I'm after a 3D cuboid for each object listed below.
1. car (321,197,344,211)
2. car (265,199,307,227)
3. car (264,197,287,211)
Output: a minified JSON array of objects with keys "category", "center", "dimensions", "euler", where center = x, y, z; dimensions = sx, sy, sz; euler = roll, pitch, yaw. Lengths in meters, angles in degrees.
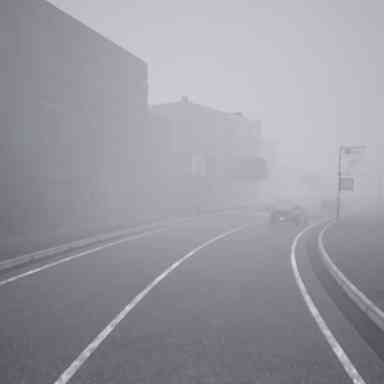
[{"category":"car","center":[16.193,1.353,38.238],"dimensions":[1.882,1.535,5.008],"euler":[3,2,33]},{"category":"car","center":[6.713,1.502,22.906],"dimensions":[1.812,1.442,4.674],"euler":[3,1,28]},{"category":"car","center":[8.899,1.292,33.832],"dimensions":[1.812,1.442,4.674],"euler":[3,2,33]}]
